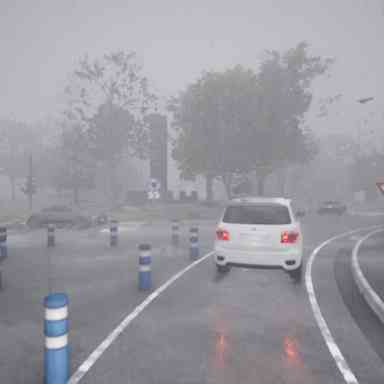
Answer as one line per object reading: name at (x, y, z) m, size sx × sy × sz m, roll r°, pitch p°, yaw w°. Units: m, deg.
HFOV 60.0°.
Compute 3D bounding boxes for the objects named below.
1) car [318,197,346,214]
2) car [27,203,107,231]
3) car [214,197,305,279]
car at (12.407, 1.157, 29.402) m, size 1.994 × 1.385 × 4.181 m, roll 1°, pitch 1°, yaw 28°
car at (-6.917, 1.343, 18.591) m, size 4.181 × 1.385 × 1.994 m, roll 0°, pitch 1°, yaw 8°
car at (2.203, 1.144, 10.167) m, size 2.150 × 2.045 × 5.566 m, roll 0°, pitch 1°, yaw 17°
